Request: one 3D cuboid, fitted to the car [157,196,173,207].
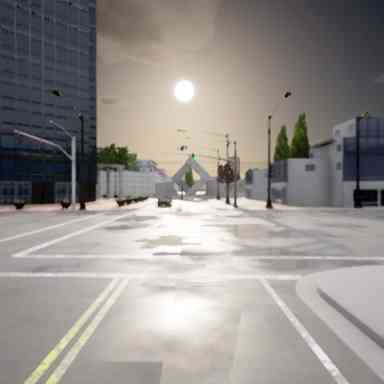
[{"bbox_3d":[-3.574,1.249,44.745,2.033,1.411,5.357,0,0,1],"label":"car"}]
